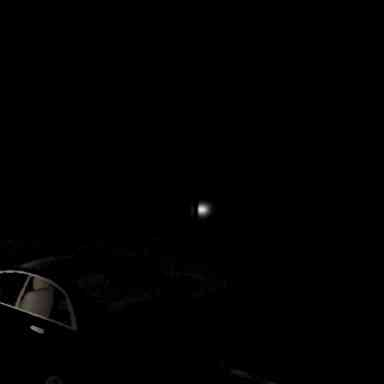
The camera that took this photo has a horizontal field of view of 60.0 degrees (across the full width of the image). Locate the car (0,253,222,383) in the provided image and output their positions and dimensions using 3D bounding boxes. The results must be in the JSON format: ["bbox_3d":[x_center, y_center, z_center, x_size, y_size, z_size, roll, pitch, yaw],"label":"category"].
[{"bbox_3d":[-1.724,1.486,4.320,4.403,1.369,2.008,1,1,36],"label":"car"}]
